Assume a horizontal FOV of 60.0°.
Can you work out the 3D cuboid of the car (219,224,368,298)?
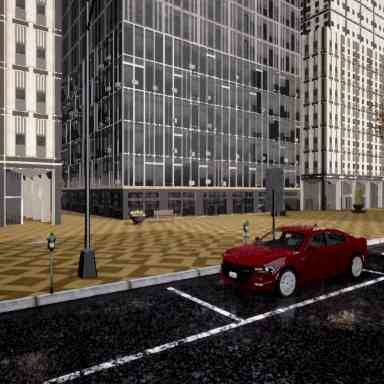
[{"bbox_3d":[2.716,1.545,8.505,4.507,1.381,1.887,0,0,-36],"label":"car"}]
